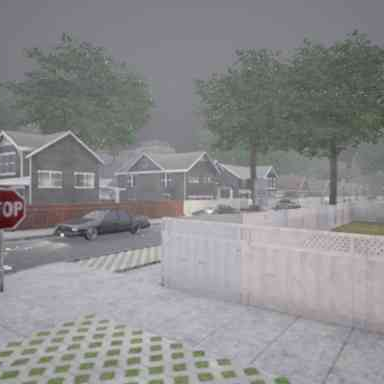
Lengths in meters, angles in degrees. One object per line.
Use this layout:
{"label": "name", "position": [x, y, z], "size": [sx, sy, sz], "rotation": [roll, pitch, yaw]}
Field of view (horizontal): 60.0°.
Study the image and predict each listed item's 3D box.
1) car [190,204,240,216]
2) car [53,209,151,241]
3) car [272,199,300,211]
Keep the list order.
{"label": "car", "position": [1.964, 1.708, 26.863], "size": [2.033, 1.411, 5.357], "rotation": [0, 0, 36]}
{"label": "car", "position": [-4.544, 1.640, 17.750], "size": [2.033, 1.411, 5.357], "rotation": [0, 0, 35]}
{"label": "car", "position": [11.302, 1.614, 39.909], "size": [2.097, 1.767, 4.553], "rotation": [0, 0, 36]}
